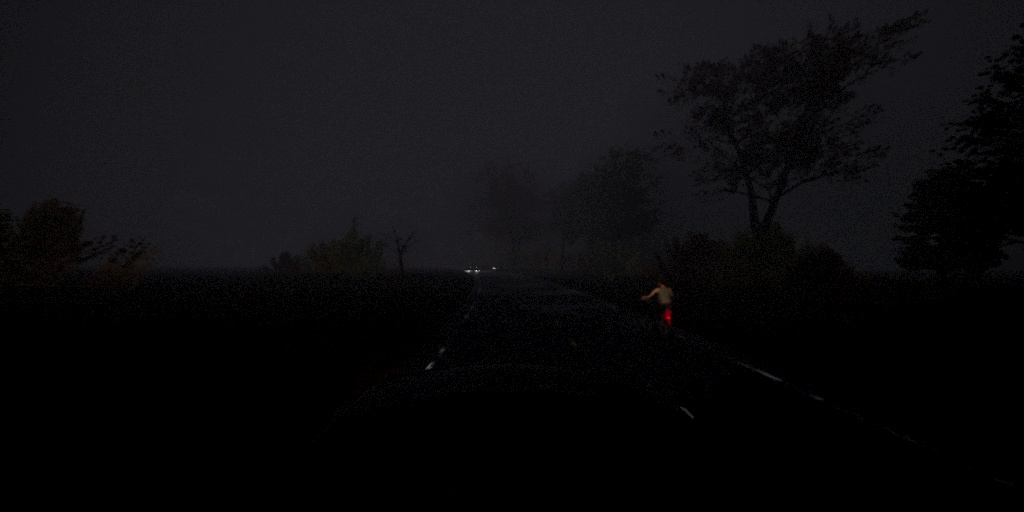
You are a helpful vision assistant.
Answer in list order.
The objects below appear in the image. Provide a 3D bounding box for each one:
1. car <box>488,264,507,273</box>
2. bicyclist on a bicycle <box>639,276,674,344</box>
[{"bbox_3d":[-2.033,1.950,57.489,2.033,1.411,5.357,1,-1,-11],"label":"car"},{"bbox_3d":[3.727,1.310,9.063,0.866,1.612,1.509,0,-1,0],"label":"bicyclist on a bicycle"}]
